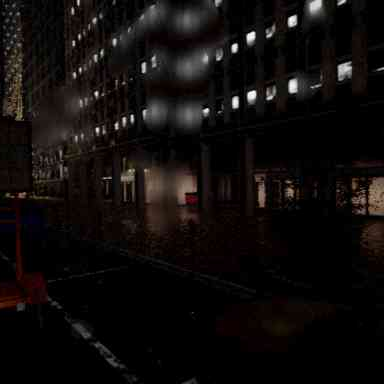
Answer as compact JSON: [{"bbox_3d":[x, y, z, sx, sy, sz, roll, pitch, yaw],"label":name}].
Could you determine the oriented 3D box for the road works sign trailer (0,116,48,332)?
[{"bbox_3d":[-4.070,0.437,5.748,2.380,3.560,2.880,-2,1,-37],"label":"road works sign trailer"}]

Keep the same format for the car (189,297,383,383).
[{"bbox_3d":[1.874,1.419,2.426,1.752,1.417,4.829,-3,2,-37],"label":"car"}]

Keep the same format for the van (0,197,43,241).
[{"bbox_3d":[-8.405,1.218,15.817,1.690,1.788,3.998,-3,2,-37],"label":"van"}]
